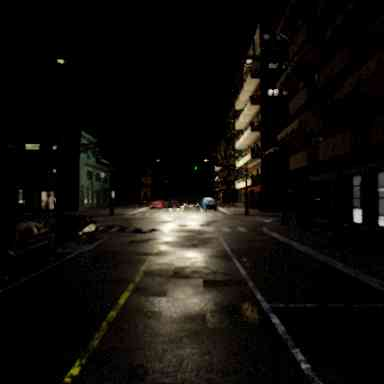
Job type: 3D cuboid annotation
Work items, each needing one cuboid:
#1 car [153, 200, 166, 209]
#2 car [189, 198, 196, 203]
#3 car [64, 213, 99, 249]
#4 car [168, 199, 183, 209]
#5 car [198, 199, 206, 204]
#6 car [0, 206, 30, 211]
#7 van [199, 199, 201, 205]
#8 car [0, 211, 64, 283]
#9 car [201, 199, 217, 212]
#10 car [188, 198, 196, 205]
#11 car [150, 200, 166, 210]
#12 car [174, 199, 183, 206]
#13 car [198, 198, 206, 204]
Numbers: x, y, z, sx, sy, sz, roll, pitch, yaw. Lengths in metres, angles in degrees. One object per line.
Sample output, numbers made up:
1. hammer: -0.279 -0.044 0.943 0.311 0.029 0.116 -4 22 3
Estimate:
1. car: -5.672 2.158 59.083 1.887 1.381 4.507 1 -1 0
2. car: 0.008 2.242 87.867 1.812 1.442 4.674 0 -1 0
3. car: -5.644 1.714 15.440 1.887 1.381 4.507 1 -1 0
4. car: -3.039 2.171 58.445 1.994 1.385 4.181 0 -1 1
5. car: 2.711 2.443 87.021 1.947 1.339 4.313 1 -1 0
6. car: -19.713 2.083 35.753 4.403 1.369 2.008 0 -1 1
7. van: 2.712 2.009 64.701 1.690 1.788 3.998 1 -1 0
8. car: -5.644 1.549 9.796 1.967 1.590 4.097 1 -1 0
9. car: 2.707 2.055 47.958 2.008 1.369 4.403 1 -1 0
10. car: 0.008 2.259 77.442 1.882 1.535 5.008 0 -1 0
11. car: -5.674 2.140 53.502 1.802 1.307 4.206 1 -1 0
12. car: -2.993 2.276 73.461 1.812 1.442 4.674 0 -1 0
13. car: 2.712 2.494 92.601 1.947 1.339 4.313 1 -1 0
